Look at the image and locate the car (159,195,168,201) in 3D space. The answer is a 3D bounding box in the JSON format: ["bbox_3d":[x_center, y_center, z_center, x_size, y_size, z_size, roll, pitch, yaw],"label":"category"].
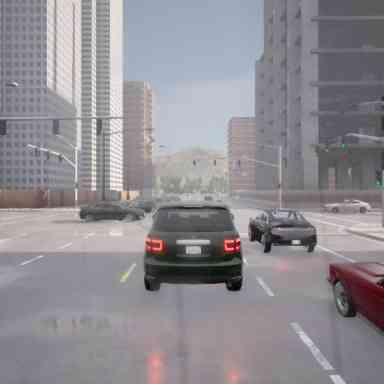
[{"bbox_3d":[-6.866,1.456,80.682,1.837,1.490,4.892,0,0,1],"label":"car"}]

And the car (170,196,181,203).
[{"bbox_3d":[-3.492,1.553,71.365,1.994,1.385,4.181,0,0,1],"label":"car"}]

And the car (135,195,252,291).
[{"bbox_3d":[0.034,1.221,9.149,2.150,2.045,5.566,0,0,0],"label":"car"}]

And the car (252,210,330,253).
[{"bbox_3d":[3.540,1.492,13.726,2.128,1.511,4.902,0,0,0],"label":"car"}]

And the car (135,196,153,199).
[{"bbox_3d":[-7.381,1.352,47.955,2.097,1.767,4.553,0,0,1],"label":"car"}]

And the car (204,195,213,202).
[{"bbox_3d":[3.553,1.500,74.285,1.837,1.490,4.892,0,0,1],"label":"car"}]

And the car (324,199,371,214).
[{"bbox_3d":[16.543,1.526,35.573,4.674,1.442,1.812,0,0,0],"label":"car"}]

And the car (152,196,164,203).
[{"bbox_3d":[-7.025,1.601,68.993,1.895,1.301,4.718,0,0,1],"label":"car"}]

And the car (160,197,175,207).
[{"bbox_3d":[-3.833,1.505,52.221,1.837,1.490,4.892,0,0,1],"label":"car"}]

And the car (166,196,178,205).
[{"bbox_3d":[-3.684,1.505,61.600,1.837,1.490,4.892,0,0,1],"label":"car"}]

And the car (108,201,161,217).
[{"bbox_3d":[-5.484,1.601,31.973,4.718,1.301,1.895,0,0,-37],"label":"car"}]

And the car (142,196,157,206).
[{"bbox_3d":[-7.271,1.505,56.856,1.837,1.490,4.892,0,0,1],"label":"car"}]

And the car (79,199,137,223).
[{"bbox_3d":[-5.937,1.504,24.969,4.892,1.490,1.837,0,0,0],"label":"car"}]

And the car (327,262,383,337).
[{"bbox_3d":[3.590,1.601,4.472,1.895,1.301,4.718,0,0,0],"label":"car"}]
